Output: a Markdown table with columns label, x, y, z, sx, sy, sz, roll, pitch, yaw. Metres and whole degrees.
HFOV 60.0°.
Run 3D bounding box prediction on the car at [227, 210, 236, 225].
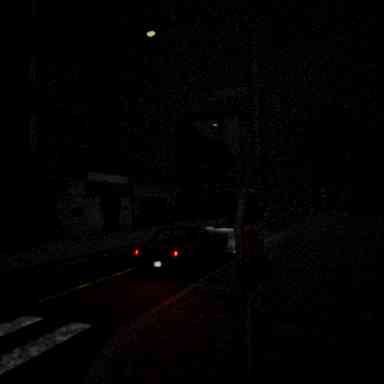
| label | x | y | z | sx | sy | sz | roll | pitch | yaw |
| --- | --- | --- | --- | --- | --- | --- | --- | --- | --- |
| car | 4.675 | 2.421 | 31.096 | 1.837 | 1.490 | 4.892 | -3 | -3 | 23 |

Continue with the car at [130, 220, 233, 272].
| label | x | y | z | sx | sy | sz | roll | pitch | yaw |
| --- | --- | --- | --- | --- | --- | --- | --- | --- | --- |
| car | -0.191 | 1.906 | 11.988 | 1.895 | 1.301 | 4.718 | -2 | -2 | 22 |
